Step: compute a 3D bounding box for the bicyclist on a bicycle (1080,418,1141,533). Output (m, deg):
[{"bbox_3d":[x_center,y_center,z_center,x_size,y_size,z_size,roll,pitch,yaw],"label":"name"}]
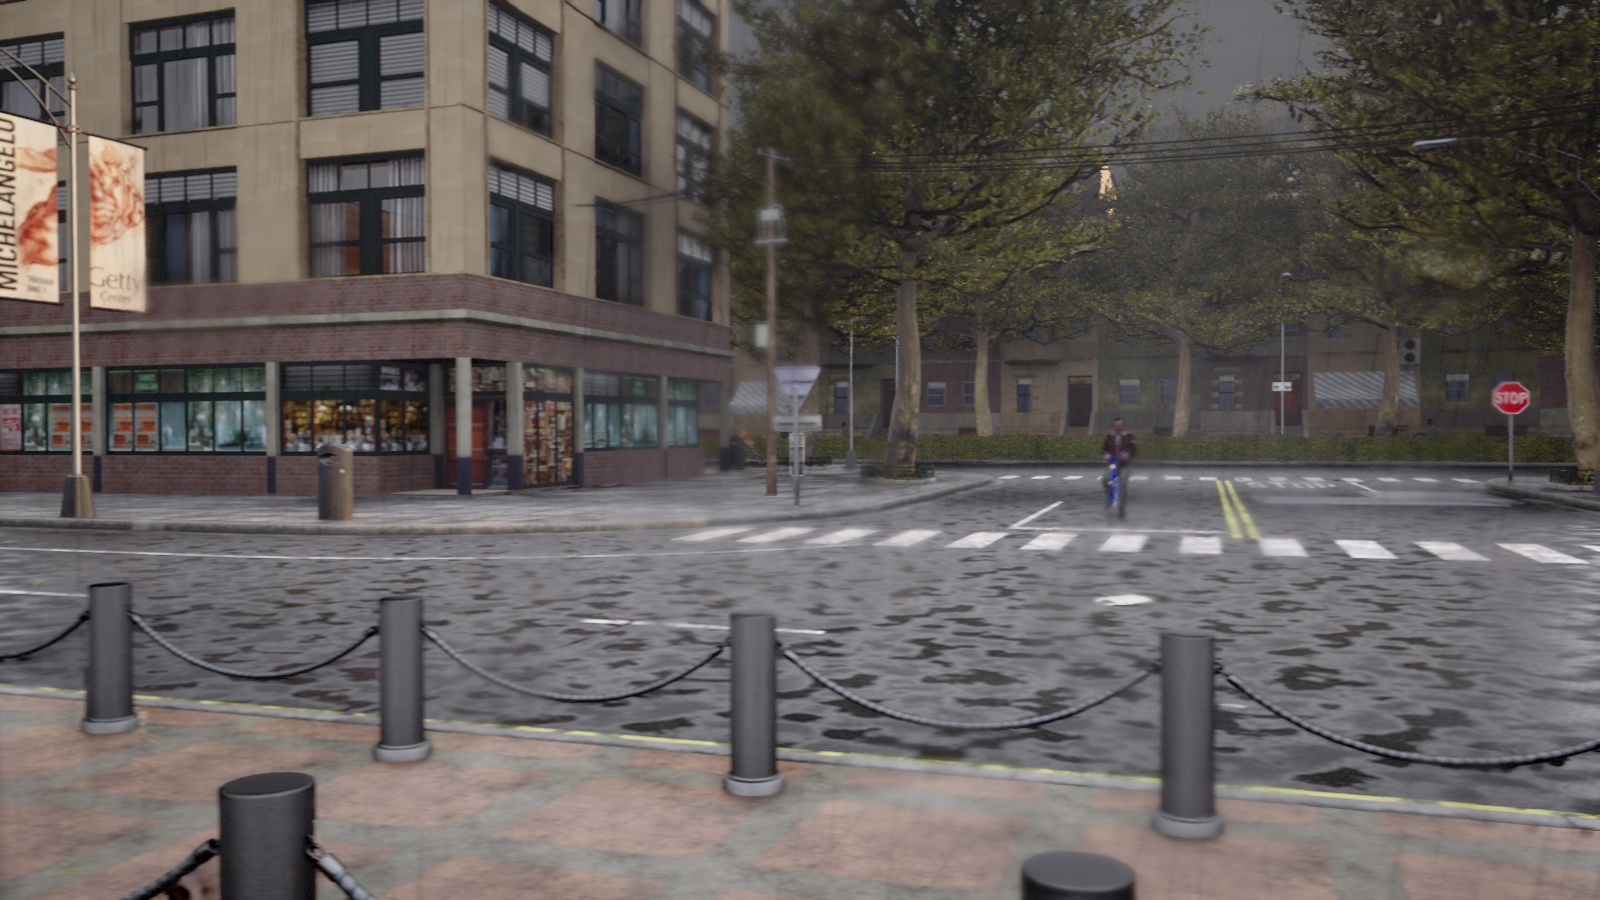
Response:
[{"bbox_3d":[5.063,0.390,20.390,0.659,1.776,1.843,0,1,24],"label":"bicyclist on a bicycle"}]
